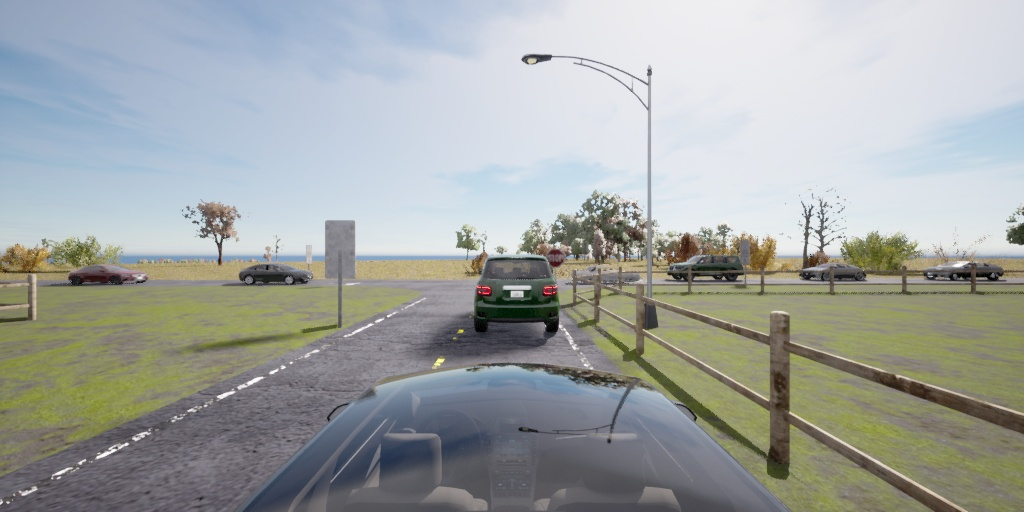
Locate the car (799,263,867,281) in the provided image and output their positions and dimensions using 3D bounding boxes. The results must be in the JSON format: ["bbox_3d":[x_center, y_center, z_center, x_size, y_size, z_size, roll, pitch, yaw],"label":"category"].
[{"bbox_3d":[25.477,1.250,28.569,4.181,1.385,1.994,0,0,0],"label":"car"}]

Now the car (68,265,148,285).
[{"bbox_3d":[-29.473,1.354,26.185,4.674,1.442,1.812,0,0,1],"label":"car"}]

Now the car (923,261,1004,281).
[{"bbox_3d":[35.686,1.165,28.450,4.902,1.511,2.128,0,0,1],"label":"car"}]

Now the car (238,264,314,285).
[{"bbox_3d":[-17.052,1.297,26.046,4.892,1.490,1.837,0,0,1],"label":"car"}]

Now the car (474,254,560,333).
[{"bbox_3d":[0.122,0.971,10.931,2.150,2.045,5.566,0,0,0],"label":"car"}]

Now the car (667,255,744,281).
[{"bbox_3d":[15.436,0.929,28.672,5.566,2.045,2.150,0,0,0],"label":"car"}]

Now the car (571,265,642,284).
[{"bbox_3d":[6.742,1.331,25.808,4.718,1.301,1.895,0,0,1],"label":"car"}]
